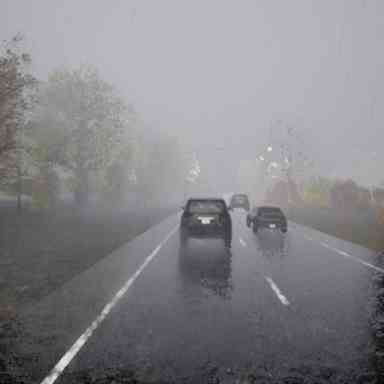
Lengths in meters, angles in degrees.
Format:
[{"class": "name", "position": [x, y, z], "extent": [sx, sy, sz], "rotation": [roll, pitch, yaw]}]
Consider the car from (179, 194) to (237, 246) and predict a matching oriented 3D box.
[{"class": "car", "position": [0.651, 1.220, 15.448], "extent": [2.150, 2.045, 5.566], "rotation": [1, 0, 3]}]

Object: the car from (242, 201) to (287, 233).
[{"class": "car", "position": [4.382, 1.535, 19.984], "extent": [1.837, 1.490, 4.892], "rotation": [1, 0, 3]}]

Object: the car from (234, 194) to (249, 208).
[{"class": "car", "position": [5.635, 1.249, 40.024], "extent": [2.150, 2.045, 5.566], "rotation": [1, 0, 4]}]

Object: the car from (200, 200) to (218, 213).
[{"class": "car", "position": [1.954, 1.594, 37.687], "extent": [1.895, 1.301, 4.718], "rotation": [1, 0, 4]}]
